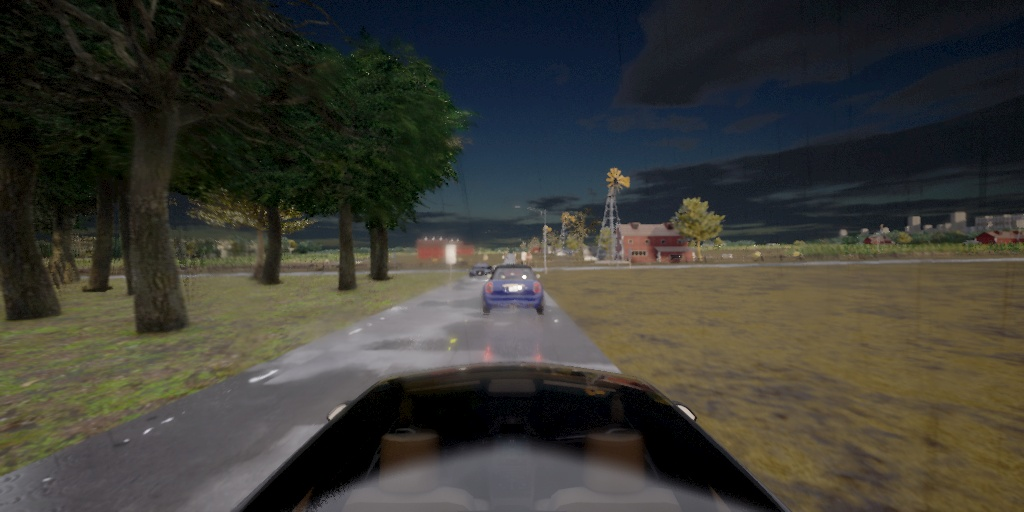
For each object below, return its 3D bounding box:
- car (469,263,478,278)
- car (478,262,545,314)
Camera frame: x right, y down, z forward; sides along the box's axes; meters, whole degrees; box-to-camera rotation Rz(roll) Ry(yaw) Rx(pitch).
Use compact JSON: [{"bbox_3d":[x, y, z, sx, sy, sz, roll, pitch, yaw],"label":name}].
[{"bbox_3d":[-2.840,1.338,33.877,1.994,1.385,4.181,0,0,0],"label":"car"},{"bbox_3d":[0.063,1.098,13.798,2.097,1.767,4.553,0,0,0],"label":"car"}]
